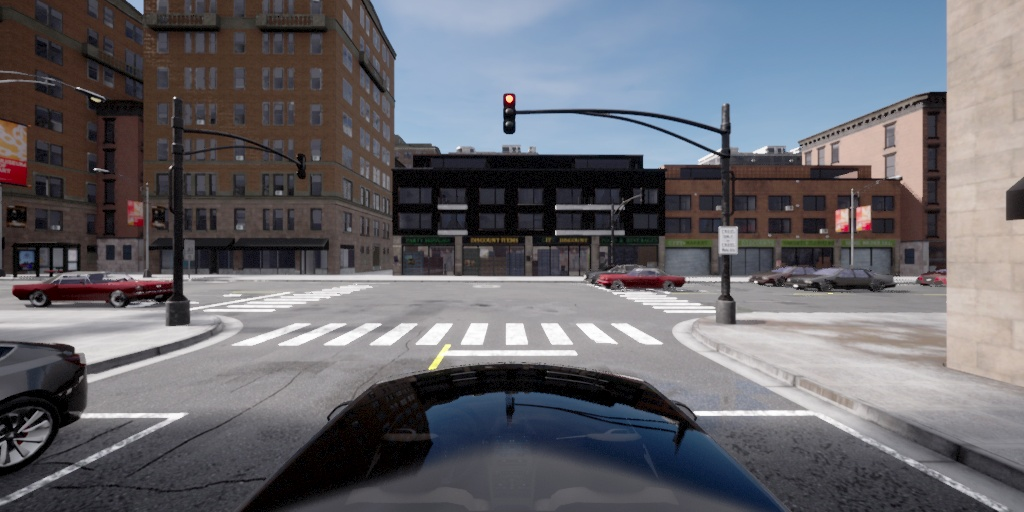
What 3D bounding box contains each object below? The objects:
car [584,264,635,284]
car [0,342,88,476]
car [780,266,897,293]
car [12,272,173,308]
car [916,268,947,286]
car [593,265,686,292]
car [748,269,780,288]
[{"bbox_3d":[7.372,1.294,24.460,4.892,1.490,1.837,0,0,-1],"label":"car"},{"bbox_3d":[-5.388,1.316,2.038,1.948,1.339,4.313,0,0,-1],"label":"car"},{"bbox_3d":[19.544,1.400,21.370,5.357,1.411,2.033,0,0,-1],"label":"car"},{"bbox_3d":[-16.204,1.277,14.192,4.718,1.301,1.895,0,0,-1],"label":"car"},{"bbox_3d":[30.762,1.475,24.747,4.181,1.385,1.994,0,0,0],"label":"car"},{"bbox_3d":[7.529,1.391,21.210,4.718,1.301,1.895,0,0,-1],"label":"car"},{"bbox_3d":[19.383,1.398,24.615,5.357,1.411,2.033,0,0,-1],"label":"car"}]
